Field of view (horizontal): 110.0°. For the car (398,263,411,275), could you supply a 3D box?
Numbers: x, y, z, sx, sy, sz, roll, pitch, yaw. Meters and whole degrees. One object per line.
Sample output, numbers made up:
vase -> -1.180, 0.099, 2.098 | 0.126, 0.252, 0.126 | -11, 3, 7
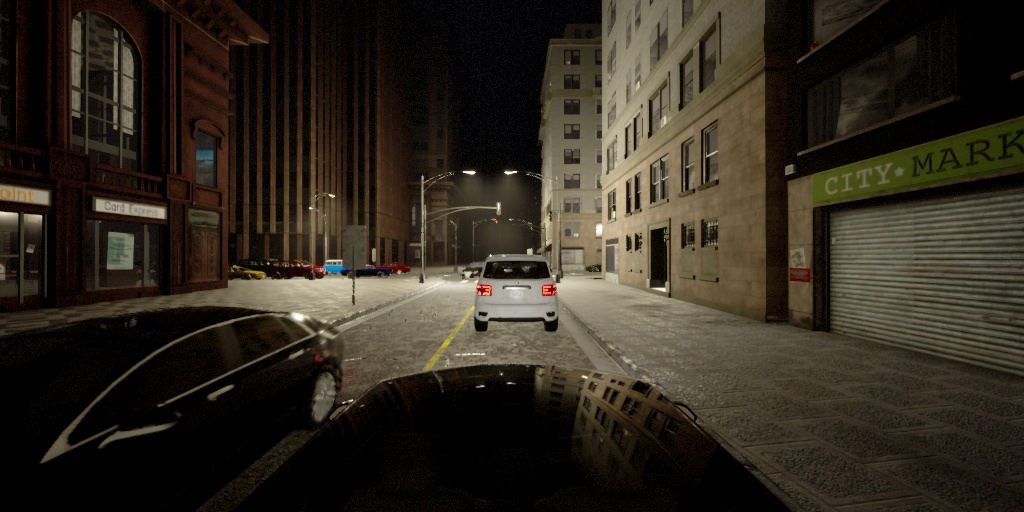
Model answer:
car -> -13.976, 1.477, 41.239 | 4.507, 1.381, 1.888 | 0, 0, 0

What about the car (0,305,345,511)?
car -> -3.100, 1.255, 2.804 | 1.837, 1.490, 4.892 | 0, 0, 0

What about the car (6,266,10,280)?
car -> -47.742, 1.849, 32.834 | 4.403, 1.370, 2.007 | 0, 0, 0

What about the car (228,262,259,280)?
car -> -25.076, 1.552, 32.753 | 4.829, 1.417, 1.751 | 0, 0, 0

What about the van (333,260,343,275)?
van -> -19.600, 1.340, 41.259 | 3.998, 1.789, 1.690 | 0, 0, 0

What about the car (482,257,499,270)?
car -> -3.111, 1.097, 51.765 | 2.097, 1.767, 4.553 | 0, 0, 1

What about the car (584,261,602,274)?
car -> 9.916, 1.195, 38.398 | 4.181, 1.385, 1.994 | -1, 0, 0

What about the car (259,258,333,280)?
car -> -19.621, 1.273, 32.733 | 5.009, 1.841, 2.192 | 0, 0, 0

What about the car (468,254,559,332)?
car -> 0.100, 0.974, 11.046 | 2.150, 2.045, 5.566 | 0, 0, 0

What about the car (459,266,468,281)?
car -> -2.701, 1.239, 29.875 | 2.128, 1.511, 4.902 | -1, 0, 17

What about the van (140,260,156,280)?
van -> -30.870, 1.436, 32.774 | 3.998, 1.789, 1.690 | 0, 0, 0

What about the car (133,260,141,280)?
car -> -34.466, 1.373, 35.370 | 5.566, 2.045, 2.150 | -1, 0, 0

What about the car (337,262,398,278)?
car -> -14.145, 1.506, 35.285 | 4.718, 1.301, 1.895 | -1, 0, 0

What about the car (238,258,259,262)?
car -> -24.110, 1.247, 35.314 | 5.566, 2.045, 2.150 | -1, 0, -1
